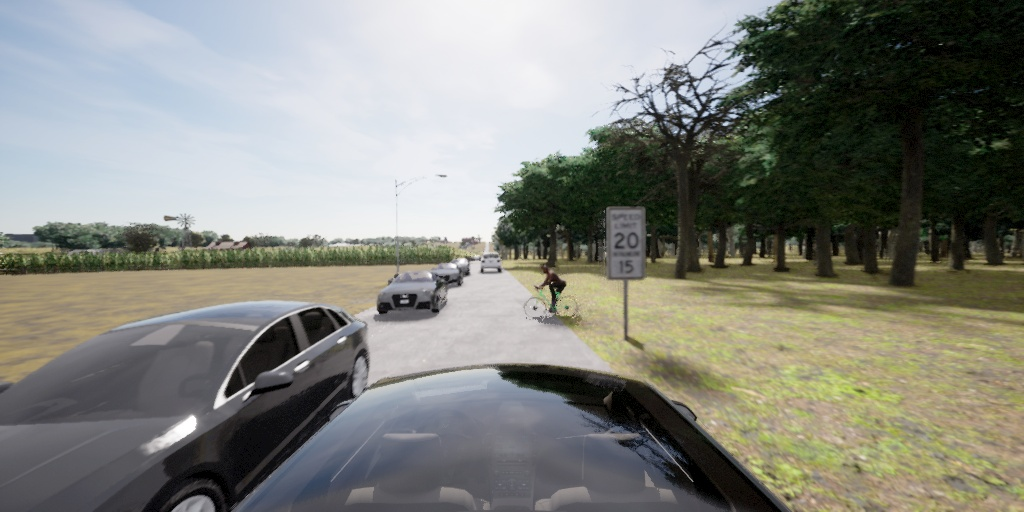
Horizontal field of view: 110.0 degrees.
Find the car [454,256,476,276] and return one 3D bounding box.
[{"bbox_3d":[-4.839,1.017,33.464,2.128,1.511,4.902,-1,0,-3],"label":"car"}]

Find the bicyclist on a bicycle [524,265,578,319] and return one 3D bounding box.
[{"bbox_3d":[1.168,1.088,10.773,1.656,1.620,0.582,-1,1,-4],"label":"bicyclist on a bicycle"}]

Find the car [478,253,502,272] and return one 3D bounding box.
[{"bbox_3d":[-2.293,0.658,38.804,2.150,2.045,5.566,-1,1,-4],"label":"car"}]

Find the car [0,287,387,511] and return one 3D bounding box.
[{"bbox_3d":[-2.878,1.286,3.438,1.837,1.490,4.892,-1,1,-4],"label":"car"}]

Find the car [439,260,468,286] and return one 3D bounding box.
[{"bbox_3d":[-4.206,1.166,23.428,1.994,1.385,4.181,-1,1,-4],"label":"car"}]

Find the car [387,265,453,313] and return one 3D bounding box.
[{"bbox_3d":[-3.544,1.249,13.413,1.994,1.385,4.181,-1,1,-4],"label":"car"}]
